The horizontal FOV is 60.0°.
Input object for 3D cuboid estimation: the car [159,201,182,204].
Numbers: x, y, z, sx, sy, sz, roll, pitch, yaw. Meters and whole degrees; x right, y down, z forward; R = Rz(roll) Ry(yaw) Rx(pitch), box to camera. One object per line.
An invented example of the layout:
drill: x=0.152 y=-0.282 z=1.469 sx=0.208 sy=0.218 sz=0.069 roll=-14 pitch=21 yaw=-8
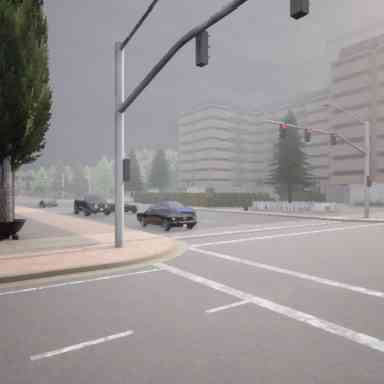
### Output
car: x=-1.630 y=1.478 z=26.809 sx=1.882 sy=1.535 sz=5.008 roll=0 pitch=0 yaw=-36

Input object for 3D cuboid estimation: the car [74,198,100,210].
car: x=-13.903 y=1.526 z=43.855 sx=1.812 sy=1.442 sz=4.674 roll=0 pitch=0 yaw=-36

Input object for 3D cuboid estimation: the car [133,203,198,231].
car: x=-1.658 y=1.601 z=20.816 sx=1.895 sy=1.301 sz=4.718 roll=0 pitch=0 yaw=-35

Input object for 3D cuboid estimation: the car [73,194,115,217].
car: x=-9.676 y=1.222 z=31.977 sx=2.150 sy=2.045 sz=5.566 roll=0 pitch=0 yaw=-36

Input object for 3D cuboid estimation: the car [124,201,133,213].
car: x=-7.458 y=1.601 z=34.888 sx=1.895 sy=1.301 sz=4.718 roll=0 pitch=0 yaw=-36

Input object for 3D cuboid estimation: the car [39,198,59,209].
car: x=-20.087 y=1.525 z=46.493 sx=1.812 sy=1.442 sz=4.674 roll=0 pitch=0 yaw=-35
